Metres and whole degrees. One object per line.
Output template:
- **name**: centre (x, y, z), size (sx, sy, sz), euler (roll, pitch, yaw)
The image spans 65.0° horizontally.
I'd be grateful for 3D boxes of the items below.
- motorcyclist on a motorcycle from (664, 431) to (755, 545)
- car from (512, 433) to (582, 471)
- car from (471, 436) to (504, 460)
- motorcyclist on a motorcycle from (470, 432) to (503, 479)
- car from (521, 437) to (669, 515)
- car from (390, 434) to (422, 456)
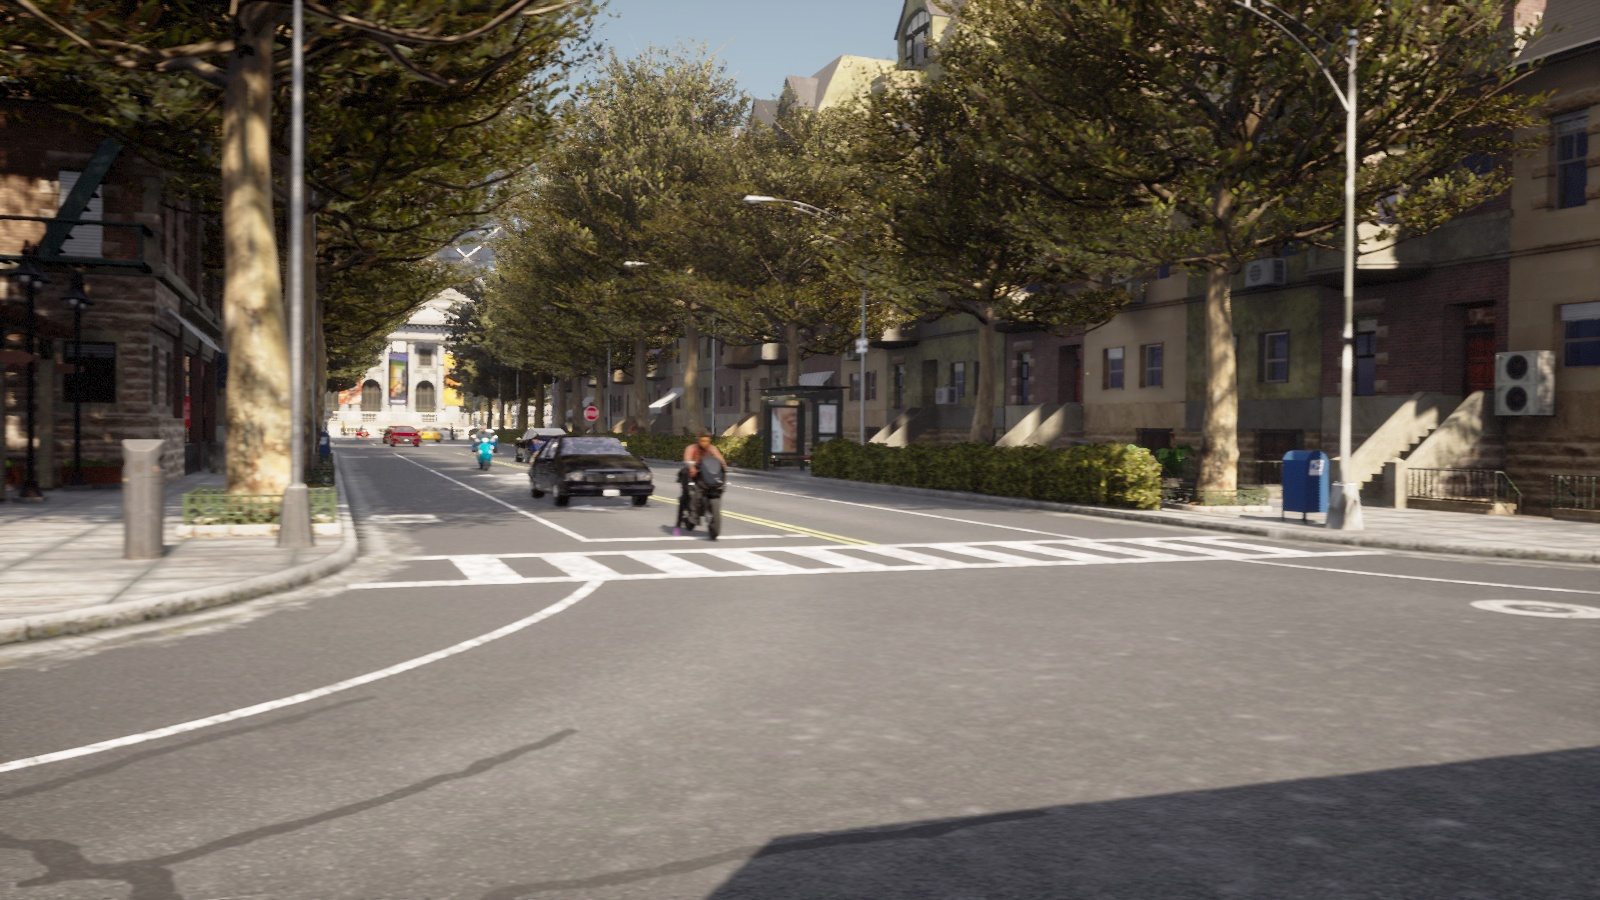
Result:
- **motorcyclist on a motorcycle**: centre (-1.323, 0.502, 17.948), size (0.797, 1.523, 2.044), euler (-1, 1, -19)
- **car**: centre (-10.798, 0.047, 53.306), size (2.163, 1.488, 4.792), euler (-1, 1, -21)
- **car**: centre (-18.016, -0.129, 72.328), size (1.481, 1.376, 2.207), euler (-1, 1, -23)
- **motorcyclist on a motorcycle**: centre (-10.879, 0.160, 43.558), size (0.866, 1.590, 1.817), euler (-1, 1, -21)
- **car**: centre (-4.425, 0.464, 26.358), size (2.033, 1.411, 5.357), euler (-1, 1, -21)
- **car**: centre (-28.182, -0.379, 89.676), size (1.882, 1.535, 5.008), euler (-1, 1, -21)
